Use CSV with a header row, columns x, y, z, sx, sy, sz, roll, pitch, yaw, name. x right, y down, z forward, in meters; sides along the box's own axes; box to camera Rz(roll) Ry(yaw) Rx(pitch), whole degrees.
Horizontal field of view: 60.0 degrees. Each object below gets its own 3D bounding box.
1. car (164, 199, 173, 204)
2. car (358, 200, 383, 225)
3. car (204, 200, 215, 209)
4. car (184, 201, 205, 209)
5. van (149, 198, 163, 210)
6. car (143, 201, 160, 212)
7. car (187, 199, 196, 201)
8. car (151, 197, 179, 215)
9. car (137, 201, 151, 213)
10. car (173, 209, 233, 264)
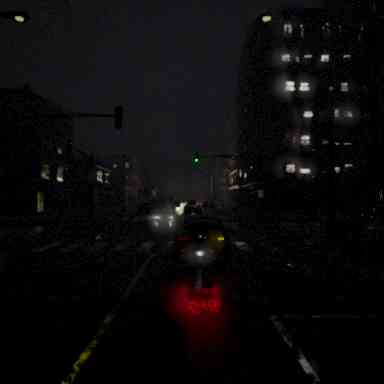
x,y,z,sx,sy,sz,roll,pitch,yaw,name
-5.724,2.304,81.551,1.802,1.307,4.206,1,-1,0,car
15.394,1.333,24.677,5.566,2.045,2.150,0,-2,1,car
2.675,1.911,53.186,1.967,1.590,4.097,1,-1,0,car
0.080,1.922,36.188,1.895,1.301,4.718,0,-1,0,car
-5.703,1.811,53.121,1.690,1.788,3.998,1,-1,0,van
-5.704,1.965,47.432,1.887,1.381,4.507,1,-1,0,car
-0.042,2.181,71.505,1.994,1.385,4.181,0,-1,0,car
-3.115,1.567,39.254,2.150,2.045,5.566,0,0,0,car
-5.777,1.915,41.751,1.887,1.381,4.507,1,-1,0,car
0.428,1.616,12.382,1.837,1.490,4.892,0,-1,4,car
